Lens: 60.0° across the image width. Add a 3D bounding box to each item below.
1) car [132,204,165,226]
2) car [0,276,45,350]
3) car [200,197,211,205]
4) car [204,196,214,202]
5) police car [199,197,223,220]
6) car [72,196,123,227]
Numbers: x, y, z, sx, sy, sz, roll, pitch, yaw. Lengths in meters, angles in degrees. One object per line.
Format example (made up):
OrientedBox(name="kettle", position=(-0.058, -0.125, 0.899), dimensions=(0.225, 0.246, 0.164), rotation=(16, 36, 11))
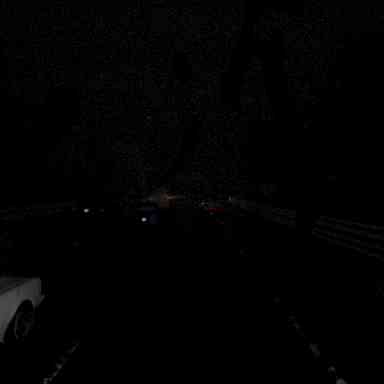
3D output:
OrientedBox(name="car", position=(-3.000, 1.582, 23.530), dimensions=(1.812, 1.442, 4.674), rotation=(0, 0, 2))
OrientedBox(name="car", position=(-3.377, 1.607, 3.396), dimensions=(1.895, 1.301, 4.718), rotation=(0, 0, 0))
OrientedBox(name="car", position=(2.562, 1.716, 62.718), dimensions=(1.812, 1.442, 4.674), rotation=(0, 0, 5))
OrientedBox(name="car", position=(4.027, 1.658, 78.489), dimensions=(1.994, 1.385, 4.181), rotation=(0, 0, 6))
OrientedBox(name="police car", position=(1.615, 1.500, 28.772), dimensions=(1.930, 1.638, 5.238), rotation=(0, 0, 2))
OrientedBox(name="car", position=(-6.510, 1.276, 23.439), dimensions=(2.150, 2.045, 5.566), rotation=(0, 0, 2))
